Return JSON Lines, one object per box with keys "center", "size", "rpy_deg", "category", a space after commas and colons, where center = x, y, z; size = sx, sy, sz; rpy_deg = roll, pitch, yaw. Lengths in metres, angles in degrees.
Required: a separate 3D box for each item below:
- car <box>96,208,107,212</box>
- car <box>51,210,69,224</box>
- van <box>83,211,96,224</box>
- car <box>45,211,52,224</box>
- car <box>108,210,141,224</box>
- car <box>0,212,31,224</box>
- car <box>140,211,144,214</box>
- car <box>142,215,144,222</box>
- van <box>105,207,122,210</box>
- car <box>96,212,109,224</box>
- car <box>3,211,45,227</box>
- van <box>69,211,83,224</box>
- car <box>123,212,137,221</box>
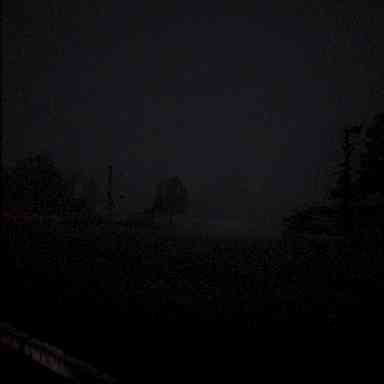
{"center": [-24.152, 6.173, 92.235], "size": [2.231, 1.521, 4.892], "rpy_deg": [1, 2, 10], "category": "car"}
{"center": [-21.087, 3.753, 47.892], "size": [5.366, 1.575, 1.946], "rpy_deg": [1, -5, 4], "category": "car"}
{"center": [-18.294, 4.078, 53.385], "size": [4.442, 1.987, 1.878], "rpy_deg": [1, -5, 4], "category": "van"}
{"center": [-22.148, 3.530, 45.132], "size": [4.674, 1.452, 2.002], "rpy_deg": [1, -5, 4], "category": "car"}
{"center": [-13.472, 5.129, 64.357], "size": [5.566, 2.045, 2.435], "rpy_deg": [1, -5, 5], "category": "car"}
{"center": [-23.375, 3.259, 42.376], "size": [4.674, 1.452, 2.002], "rpy_deg": [1, -5, 4], "category": "car"}
{"center": [-13.812, 6.597, 86.080], "size": [2.163, 1.488, 4.792], "rpy_deg": [2, 2, 9], "category": "car"}
{"center": [-12.218, 5.690, 67.077], "size": [4.674, 1.452, 2.002], "rpy_deg": [1, -5, 4], "category": "car"}
{"center": [-21.524, 6.041, 90.819], "size": [1.878, 1.987, 4.442], "rpy_deg": [1, 2, 10], "category": "van"}
{"center": [-17.168, 4.571, 56.108], "size": [4.892, 1.521, 2.231], "rpy_deg": [1, -5, 5], "category": "car"}
{"center": [-17.372, 2.664, 32.804], "size": [1.882, 1.535, 5.008], "rpy_deg": [0, -5, 19], "category": "car"}
{"center": [-19.536, 3.808, 50.636], "size": [4.442, 1.987, 1.878], "rpy_deg": [1, -5, 5], "category": "van"}
{"center": [-16.283, 6.457, 87.882], "size": [1.946, 1.575, 5.366], "rpy_deg": [1, 2, 9], "category": "car"}
